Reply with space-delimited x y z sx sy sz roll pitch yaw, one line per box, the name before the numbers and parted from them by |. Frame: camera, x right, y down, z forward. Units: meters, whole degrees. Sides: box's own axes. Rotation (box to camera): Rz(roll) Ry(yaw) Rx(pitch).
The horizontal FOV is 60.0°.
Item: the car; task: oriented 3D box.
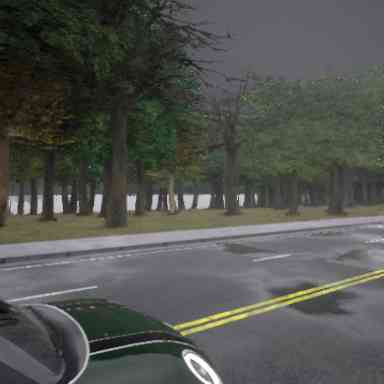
car | -1.905 1.353 2.086 4.553 1.767 2.097 0 0 -35
